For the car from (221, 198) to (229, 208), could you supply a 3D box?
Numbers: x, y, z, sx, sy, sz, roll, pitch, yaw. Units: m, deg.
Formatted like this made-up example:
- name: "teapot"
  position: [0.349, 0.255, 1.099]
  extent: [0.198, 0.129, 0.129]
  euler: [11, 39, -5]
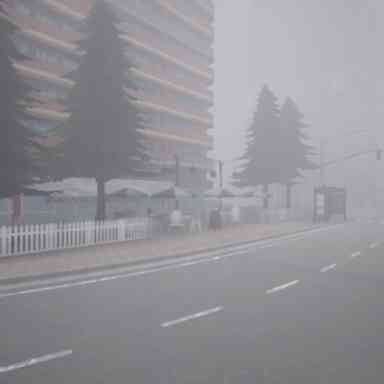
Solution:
- name: "car"
  position: [3.995, 1.952, 55.542]
  extent: [4.902, 1.511, 2.128]
  euler: [0, -1, 40]

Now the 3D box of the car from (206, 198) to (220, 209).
- name: "car"
  position: [1.739, 1.938, 52.867]
  extent: [4.892, 1.490, 1.837]
  euler: [0, -1, 40]
